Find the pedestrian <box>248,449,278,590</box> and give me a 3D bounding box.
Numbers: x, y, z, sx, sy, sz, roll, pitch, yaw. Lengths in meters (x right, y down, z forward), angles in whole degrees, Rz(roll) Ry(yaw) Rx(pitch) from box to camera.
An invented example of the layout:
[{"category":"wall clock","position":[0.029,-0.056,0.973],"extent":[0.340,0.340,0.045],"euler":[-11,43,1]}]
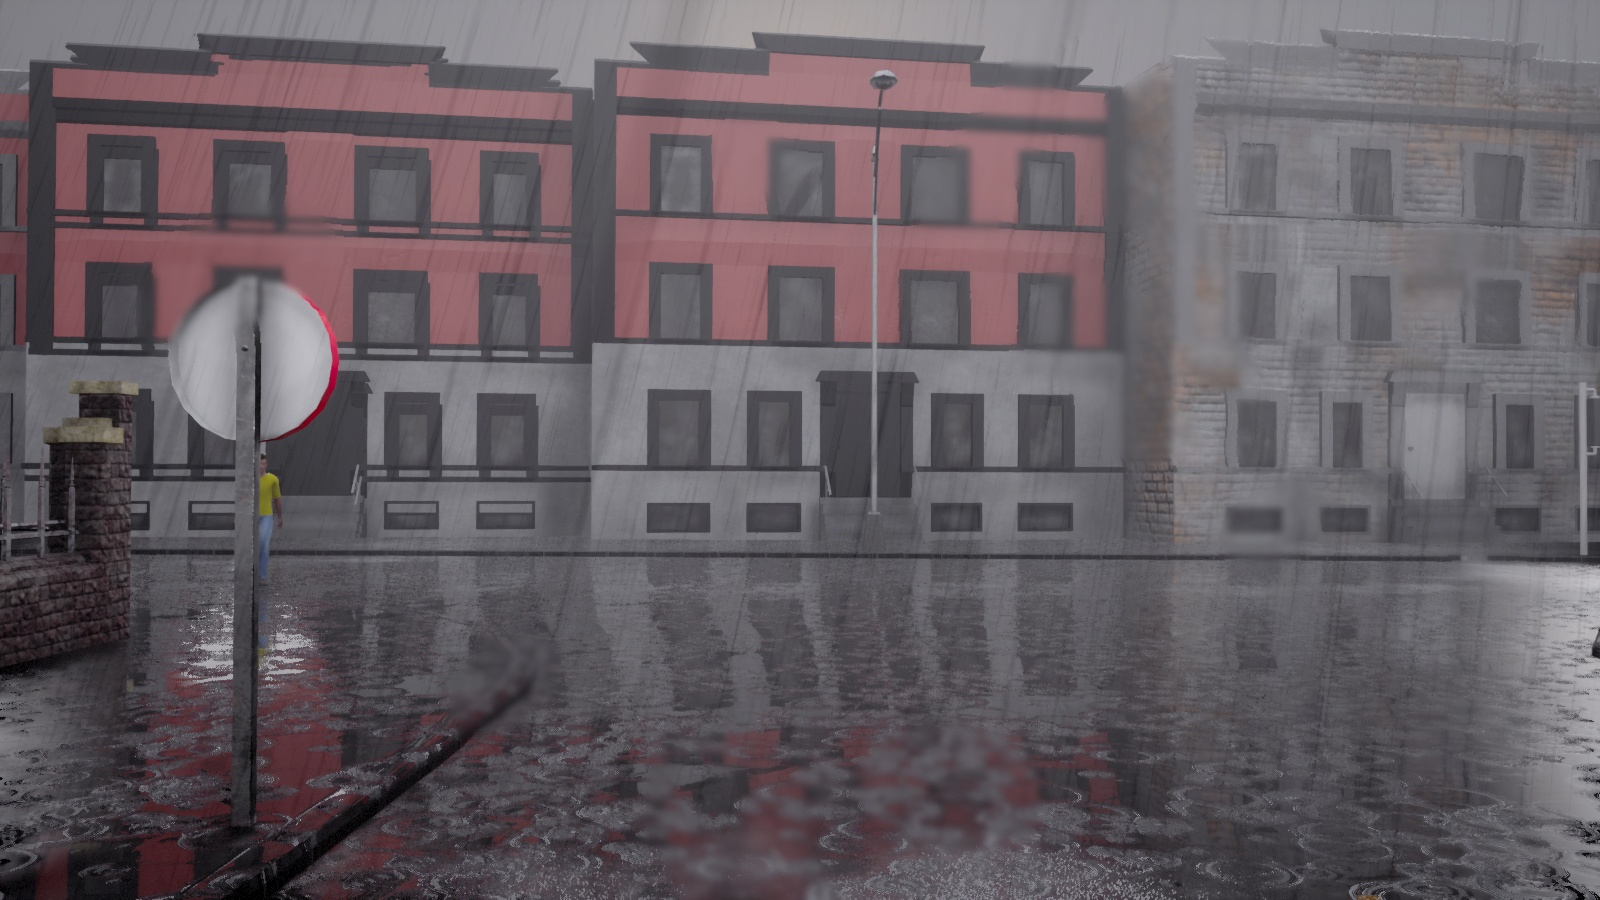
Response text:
[{"category":"pedestrian","position":[-7.186,0.915,16.822],"extent":[0.354,1.836,0.706],"euler":[0,-1,-22]}]
